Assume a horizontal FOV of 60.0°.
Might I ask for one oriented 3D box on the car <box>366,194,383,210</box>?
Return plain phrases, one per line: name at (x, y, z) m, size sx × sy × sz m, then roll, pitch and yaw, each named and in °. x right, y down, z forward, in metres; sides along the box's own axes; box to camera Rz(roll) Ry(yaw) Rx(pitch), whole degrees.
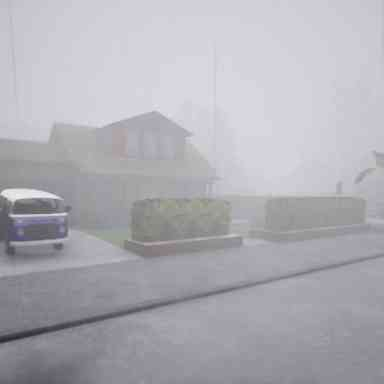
car at (23.380, 1.165, 40.617) m, size 3.866 × 1.878 × 1.905 m, roll 0°, pitch 0°, yaw -1°
